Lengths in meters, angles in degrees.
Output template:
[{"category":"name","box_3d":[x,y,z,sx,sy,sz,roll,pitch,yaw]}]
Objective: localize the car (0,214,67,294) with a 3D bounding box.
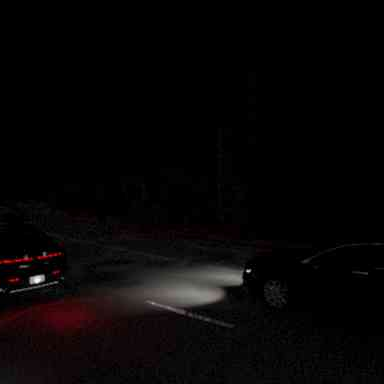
[{"category":"car","box_3d":[-4.956,1.524,8.335,4.892,1.490,1.837,0,0,41]}]

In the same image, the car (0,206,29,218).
[{"category":"car","box_3d":[-10.970,1.570,19.572,1.812,1.442,4.674,0,0,-41]}]

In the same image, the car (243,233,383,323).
[{"category":"car","box_3d":[3.295,1.527,6.094,4.892,1.490,1.837,0,0,37]}]
